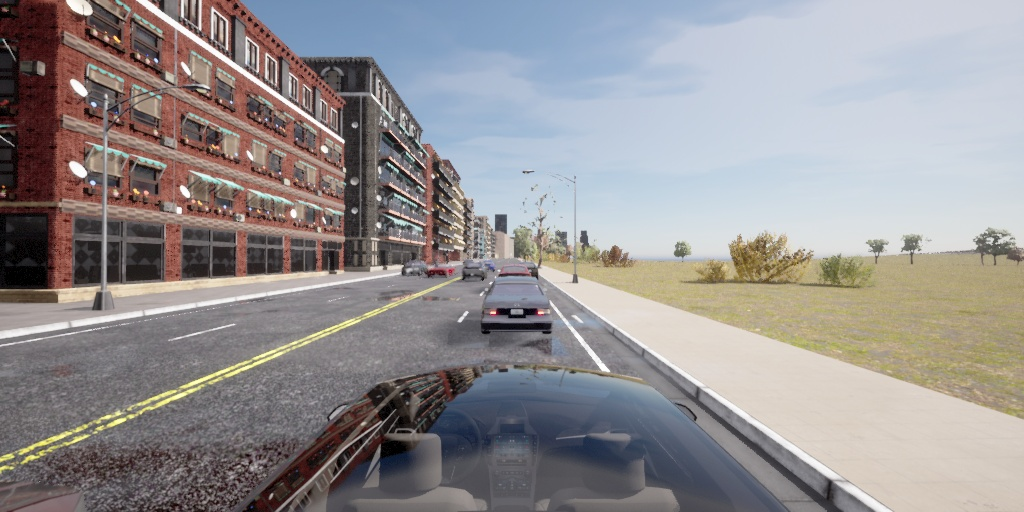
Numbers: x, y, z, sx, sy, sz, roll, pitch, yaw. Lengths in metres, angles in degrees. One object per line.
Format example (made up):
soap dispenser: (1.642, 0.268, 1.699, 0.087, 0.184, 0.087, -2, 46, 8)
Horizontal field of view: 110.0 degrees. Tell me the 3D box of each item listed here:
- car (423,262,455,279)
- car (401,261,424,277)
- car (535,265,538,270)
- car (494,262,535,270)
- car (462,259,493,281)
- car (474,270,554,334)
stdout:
car: (-6.527, 1.353, 33.196, 1.895, 1.301, 4.718, 0, 0, 0)
car: (-9.771, 1.243, 36.332, 2.128, 1.511, 4.902, 0, 0, 0)
car: (1.204, 1.230, 30.535, 1.882, 1.535, 5.008, 0, 0, 0)
car: (0.147, 1.230, 21.097, 1.882, 1.535, 5.008, 0, 0, 0)
car: (-3.083, 1.244, 30.482, 2.128, 1.511, 4.902, 0, 0, 0)
car: (0.119, 1.298, 10.557, 2.033, 1.411, 5.357, 0, 0, 0)
